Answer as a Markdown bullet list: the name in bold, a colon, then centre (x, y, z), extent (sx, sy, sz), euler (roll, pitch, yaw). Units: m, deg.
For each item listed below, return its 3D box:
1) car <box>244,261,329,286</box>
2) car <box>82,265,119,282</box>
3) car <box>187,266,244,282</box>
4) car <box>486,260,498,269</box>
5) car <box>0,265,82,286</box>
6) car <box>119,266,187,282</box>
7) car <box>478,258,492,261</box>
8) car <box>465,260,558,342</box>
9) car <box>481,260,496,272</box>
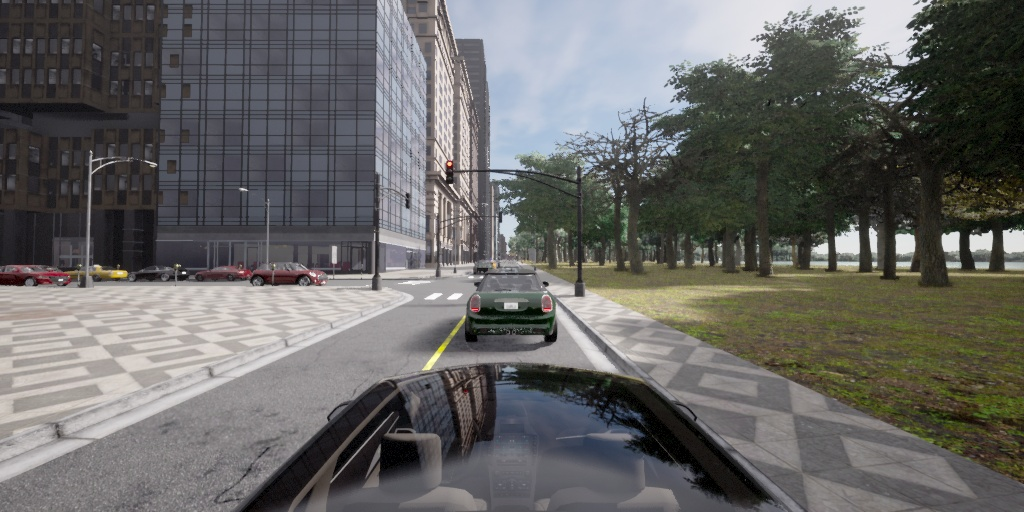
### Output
- **car**: centre (-13.605, 1.120, 22.130), extent (4.097, 1.591, 1.967), euler (0, 0, -1)
- **car**: centre (-35.727, 1.444, 30.551), extent (4.829, 1.417, 1.751), euler (0, 0, 0)
- **car**: centre (-24.583, 1.493, 30.602), extent (4.207, 1.307, 1.802), euler (0, 0, 0)
- **car**: centre (-3.262, 1.427, 59.386), extent (1.812, 1.442, 4.674), euler (0, 0, 0)
- **car**: centre (-30.035, 1.235, 22.054), extent (4.507, 1.381, 1.888), euler (0, 0, 0)
- **car**: centre (-30.069, 1.481, 30.577), extent (4.313, 1.339, 1.948), euler (0, 0, 0)
- **car**: centre (-3.229, 1.180, 41.200), extent (2.097, 1.767, 4.553), euler (0, 0, 0)
- **car**: centre (-0.012, 1.108, 9.927), extent (2.097, 1.767, 4.553), euler (0, 0, 0)
- **car**: centre (-3.249, 1.341, 50.222), extent (1.882, 1.535, 5.008), euler (0, 0, 0)
